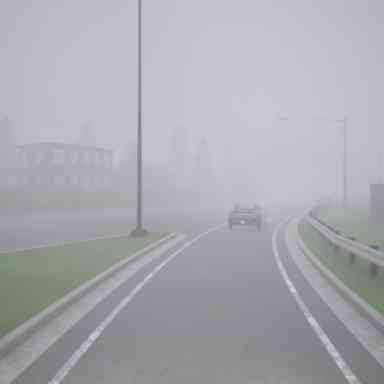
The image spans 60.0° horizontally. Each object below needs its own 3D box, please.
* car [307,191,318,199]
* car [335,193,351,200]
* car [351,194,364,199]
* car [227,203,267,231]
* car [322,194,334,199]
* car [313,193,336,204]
[{"bbox_3d":[32.122,0.832,87.852,2.150,2.045,5.566,0,0,36],"label":"car"},{"bbox_3d":[37.802,1.183,83.764,2.033,1.411,5.357,0,0,36],"label":"car"},{"bbox_3d":[41.842,1.208,83.400,1.994,1.385,4.181,0,0,36],"label":"car"},{"bbox_3d":[3.400,1.392,20.017,2.128,1.511,4.902,0,0,18],"label":"car"},{"bbox_3d":[35.212,1.219,86.160,1.895,1.301,4.718,0,0,36],"label":"car"},{"bbox_3d":[22.227,1.320,55.682,1.994,1.385,4.181,0,0,35],"label":"car"}]
